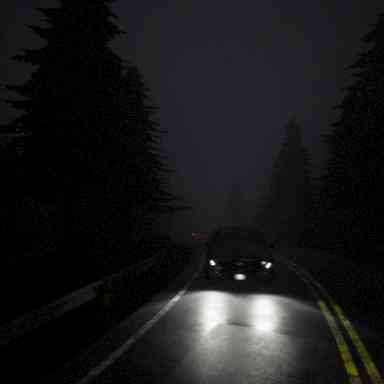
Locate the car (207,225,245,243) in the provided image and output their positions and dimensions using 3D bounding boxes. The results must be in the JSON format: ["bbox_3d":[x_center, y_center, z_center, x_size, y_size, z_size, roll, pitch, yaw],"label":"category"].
[{"bbox_3d":[2.850,3.695,28.872,1.994,1.385,4.181,2,-8,-13],"label":"car"}]

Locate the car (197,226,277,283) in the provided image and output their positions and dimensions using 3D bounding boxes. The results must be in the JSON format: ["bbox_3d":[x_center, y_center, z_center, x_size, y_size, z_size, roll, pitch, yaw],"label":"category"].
[{"bbox_3d":[1.512,1.815,10.726,2.033,1.411,5.357,1,-3,7],"label":"car"}]

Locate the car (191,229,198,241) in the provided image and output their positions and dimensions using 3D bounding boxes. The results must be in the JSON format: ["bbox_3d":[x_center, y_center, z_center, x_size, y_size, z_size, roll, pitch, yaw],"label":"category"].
[{"bbox_3d":[0.939,5.652,43.909,2.097,1.767,4.553,2,-8,-1],"label":"car"}]
